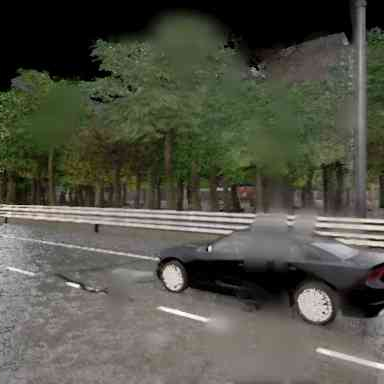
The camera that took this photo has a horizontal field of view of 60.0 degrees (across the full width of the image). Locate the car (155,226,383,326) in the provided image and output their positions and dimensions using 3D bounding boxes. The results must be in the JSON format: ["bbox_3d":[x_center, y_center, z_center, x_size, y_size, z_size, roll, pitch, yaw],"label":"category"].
[{"bbox_3d":[1.427,1.481,7.152,5.008,1.535,1.882,0,0,36],"label":"car"}]
